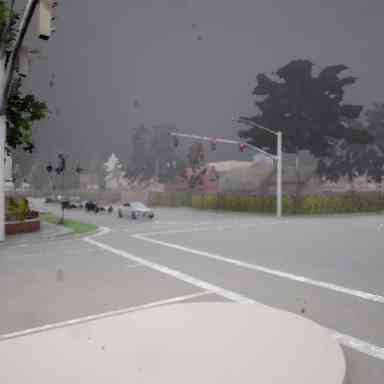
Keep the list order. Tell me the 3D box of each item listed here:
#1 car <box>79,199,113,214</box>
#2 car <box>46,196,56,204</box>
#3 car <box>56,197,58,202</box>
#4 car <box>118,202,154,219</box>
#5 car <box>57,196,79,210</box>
[{"bbox_3d":[-10.541,1.582,37.438,2.128,1.511,4.902,0,0,-36],"label":"car"},{"bbox_3d":[-28.874,1.628,68.833,2.128,1.511,4.902,0,0,-36],"label":"car"},{"bbox_3d":[-22.577,1.465,60.327,2.097,1.767,4.553,0,0,-36],"label":"car"},{"bbox_3d":[-5.137,1.617,29.998,1.812,1.442,4.674,0,0,-36],"label":"car"},{"bbox_3d":[-16.311,1.581,45.399,2.128,1.511,4.902,0,0,-36],"label":"car"}]
